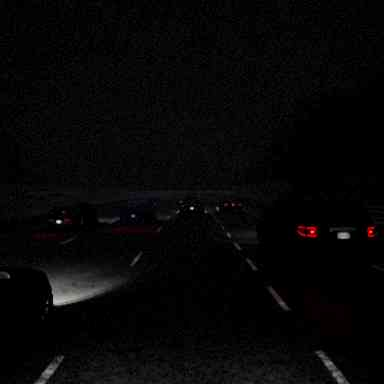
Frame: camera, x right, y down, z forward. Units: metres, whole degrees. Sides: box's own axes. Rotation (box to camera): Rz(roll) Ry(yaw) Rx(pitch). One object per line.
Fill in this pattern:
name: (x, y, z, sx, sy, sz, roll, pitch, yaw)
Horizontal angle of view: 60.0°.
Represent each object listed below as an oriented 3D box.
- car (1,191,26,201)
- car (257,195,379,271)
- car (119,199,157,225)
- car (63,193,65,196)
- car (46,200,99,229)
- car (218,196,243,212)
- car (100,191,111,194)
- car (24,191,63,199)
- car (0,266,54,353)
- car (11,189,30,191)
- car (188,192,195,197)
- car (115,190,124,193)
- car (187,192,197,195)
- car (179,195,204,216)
car: (-21.092, 0.921, 40.214, 2.128, 1.511, 4.902, 0, 1, 0)
car: (3.596, 1.095, 10.573, 2.150, 2.045, 5.566, 0, 1, 0)
car: (-3.409, 1.196, 21.746, 1.882, 1.535, 5.008, 0, 1, 0)
car: (-24.545, 0.682, 60.056, 1.882, 1.535, 5.008, 0, 0, 1)
car: (-6.908, 1.254, 19.644, 1.837, 1.490, 4.892, 0, 1, 0)
car: (3.587, 1.117, 31.462, 2.033, 1.411, 5.357, 0, 1, 0)
car: (-21.033, 0.292, 80.799, 1.812, 1.442, 4.674, 0, 0, 0)
car: (-17.596, 0.913, 39.720, 1.882, 1.535, 5.008, 0, 1, 0)
car: (-3.401, 1.515, 4.121, 1.994, 1.385, 4.181, 0, 1, 0)
car: (-28.056, 0.480, 53.715, 2.150, 2.045, 5.566, 0, 1, 1)
car: (-0.039, 0.662, 93.423, 1.882, 1.535, 5.008, 0, 0, 0)
car: (-17.534, 0.246, 80.800, 1.882, 1.535, 5.008, 0, 0, 0)
car: (-0.027, 0.723, 65.614, 2.033, 1.411, 5.357, 0, 0, 0)
car: (-0.010, 1.197, 27.403, 1.994, 1.385, 4.181, 0, 1, 0)
